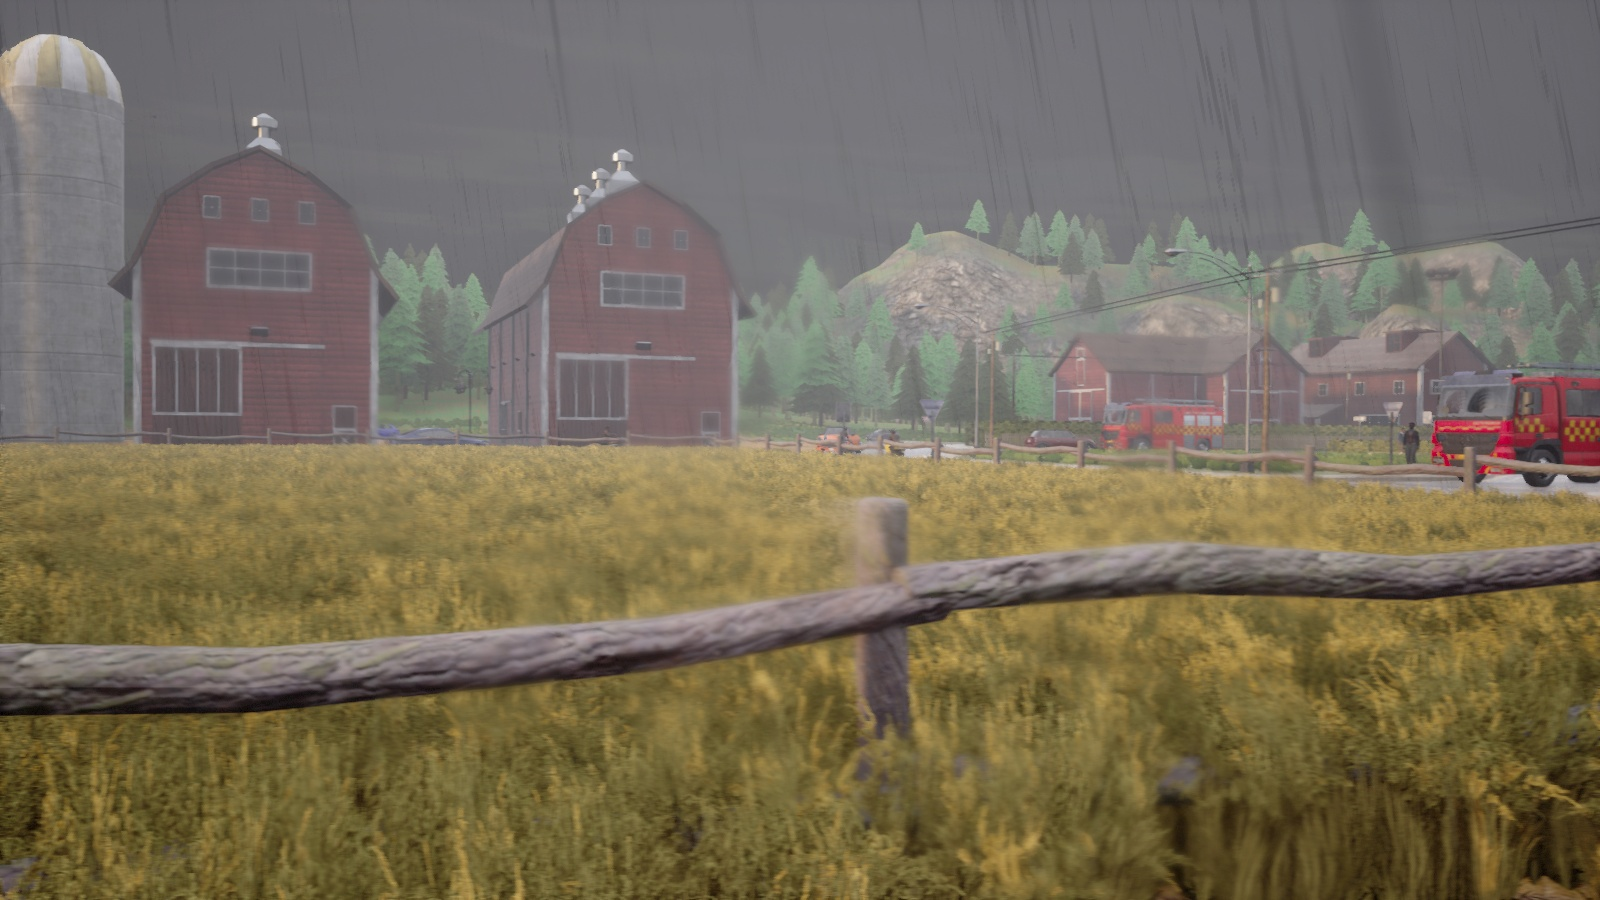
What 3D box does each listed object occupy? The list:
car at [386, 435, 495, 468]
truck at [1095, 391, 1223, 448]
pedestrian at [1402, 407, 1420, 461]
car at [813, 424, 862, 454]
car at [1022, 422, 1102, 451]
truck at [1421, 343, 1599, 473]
[{"bbox_3d":[-16.860,0.046,58.960,4.674,1.442,1.812,-1,1,-24],"label":"car"},{"bbox_3d":[24.941,-2.129,87.215,8.468,3.827,2.891,-1,1,-21],"label":"truck"},{"bbox_3d":[22.057,-0.570,45.311,0.402,1.930,0.666,0,1,44],"label":"pedestrian"},{"bbox_3d":[2.325,-0.700,76.016,2.097,1.767,4.553,0,1,13],"label":"car"},{"bbox_3d":[16.774,-0.895,80.579,4.553,1.767,2.097,-1,1,-9],"label":"car"},{"bbox_3d":[24.158,-1.327,40.052,8.468,3.827,2.891,-1,1,-22],"label":"truck"}]
